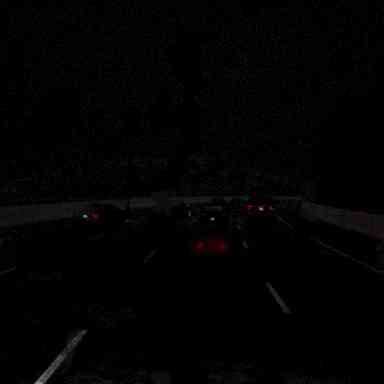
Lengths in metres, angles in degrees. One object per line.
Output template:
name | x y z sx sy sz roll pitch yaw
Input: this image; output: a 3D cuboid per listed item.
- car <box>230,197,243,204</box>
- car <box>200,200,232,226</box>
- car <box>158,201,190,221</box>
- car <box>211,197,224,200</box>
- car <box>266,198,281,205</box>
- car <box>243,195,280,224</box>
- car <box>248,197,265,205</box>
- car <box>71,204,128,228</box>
car | 8.773 1.677 64.098 1.994 1.385 4.181 1 0 22
car | 1.627 1.545 23.444 1.812 1.442 4.674 1 0 8
car | -1.393 1.454 27.076 1.882 1.535 5.008 0 0 9
car | 5.026 1.625 64.117 1.994 1.385 4.181 1 0 22
car | 15.623 1.810 63.435 1.895 1.301 4.718 1 0 24
car | 5.308 1.290 25.875 2.150 2.045 5.566 0 0 10
car | 12.391 1.655 63.799 2.128 1.511 4.902 1 0 23
car | -5.845 1.462 21.737 2.033 1.411 5.357 1 0 8
